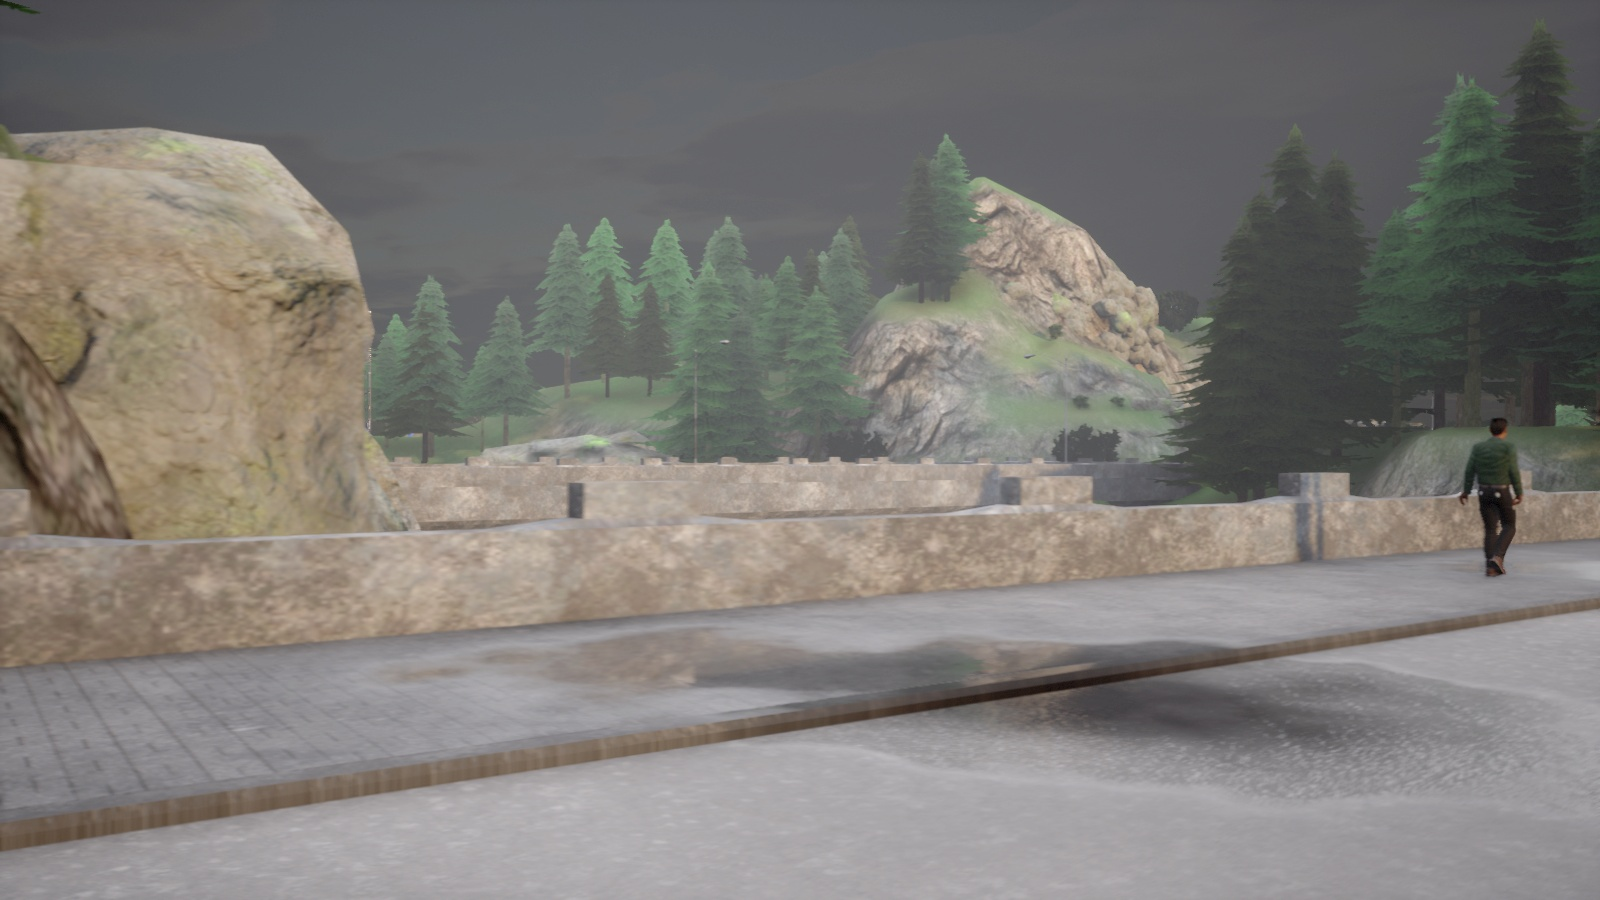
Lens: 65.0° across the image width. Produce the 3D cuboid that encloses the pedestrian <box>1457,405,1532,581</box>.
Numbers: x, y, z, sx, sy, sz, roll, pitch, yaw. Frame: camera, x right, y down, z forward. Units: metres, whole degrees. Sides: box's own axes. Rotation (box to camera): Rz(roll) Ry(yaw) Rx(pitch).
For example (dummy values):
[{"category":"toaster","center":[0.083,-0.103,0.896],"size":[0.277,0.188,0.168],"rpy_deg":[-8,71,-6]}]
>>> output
[{"category":"pedestrian","center":[7.904,0.473,14.289],"size":[0.788,1.949,0.423],"rpy_deg":[0,0,-34]}]
